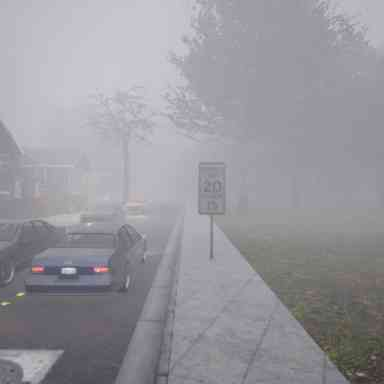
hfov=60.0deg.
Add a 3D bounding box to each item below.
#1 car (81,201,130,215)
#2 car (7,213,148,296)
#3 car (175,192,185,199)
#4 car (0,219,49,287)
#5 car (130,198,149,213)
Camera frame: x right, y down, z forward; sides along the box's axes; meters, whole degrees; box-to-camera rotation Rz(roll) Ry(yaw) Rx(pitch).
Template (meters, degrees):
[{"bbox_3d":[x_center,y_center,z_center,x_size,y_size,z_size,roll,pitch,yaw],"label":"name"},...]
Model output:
[{"bbox_3d":[-5.346,1.381,20.428,1.882,1.535,5.008,0,0,-1],"label":"car"},{"bbox_3d":[-2.340,1.512,8.732,2.033,1.411,5.357,0,0,-1],"label":"car"},{"bbox_3d":[-3.472,0.941,92.678,2.150,2.045,5.566,0,0,-1],"label":"car"},{"bbox_3d":[-5.200,1.490,9.415,2.033,1.411,5.357,0,0,-1],"label":"car"},{"bbox_3d":[-5.506,1.336,33.701,1.882,1.535,5.008,0,0,0],"label":"car"}]
